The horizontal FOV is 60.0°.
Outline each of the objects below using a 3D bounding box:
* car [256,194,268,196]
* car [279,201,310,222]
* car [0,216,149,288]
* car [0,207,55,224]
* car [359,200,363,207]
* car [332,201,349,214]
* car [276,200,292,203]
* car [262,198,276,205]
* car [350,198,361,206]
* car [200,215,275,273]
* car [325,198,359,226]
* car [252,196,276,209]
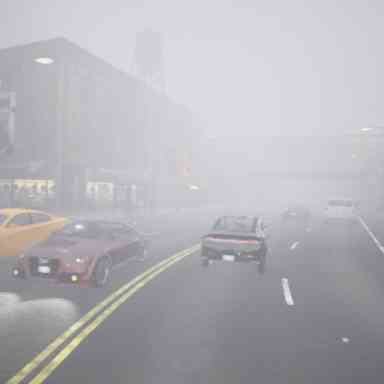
[{"bbox_3d":[12.865,1.455,61.888,2.435,2.045,5.566,2,0,24],"label":"car"},{"bbox_3d":[8.947,1.758,28.443,1.994,1.385,4.181,2,0,24],"label":"car"},{"bbox_3d":[-2.681,1.461,8.985,1.994,1.385,4.181,2,0,13],"label":"car"},{"bbox_3d":[-5.902,1.274,10.439,1.882,1.535,5.008,2,0,14],"label":"car"},{"bbox_3d":[35.713,2.363,72.012,2.231,1.521,4.892,2,0,34],"label":"car"},{"bbox_3d":[19.116,1.965,42.733,1.837,1.490,4.892,2,0,25],"label":"car"},{"bbox_3d":[14.091,1.860,48.852,1.994,1.385,4.181,2,0,25],"label":"car"},{"bbox_3d":[15.851,1.893,68.651,1.895,1.301,4.718,2,0,24],"label":"car"},{"bbox_3d":[40.175,2.344,81.821,2.185,1.767,4.553,2,0,24],"label":"car"},{"bbox_3d":[1.619,1.511,10.954,2.128,1.511,4.902,2,0,16],"label":"car"},{"bbox_3d":[12.079,1.514,27.053,2.150,2.045,5.566,2,0,25],"label":"car"},{"bbox_3d":[10.905,1.762,50.296,1.994,1.385,4.181,2,0,25],"label":"car"}]
